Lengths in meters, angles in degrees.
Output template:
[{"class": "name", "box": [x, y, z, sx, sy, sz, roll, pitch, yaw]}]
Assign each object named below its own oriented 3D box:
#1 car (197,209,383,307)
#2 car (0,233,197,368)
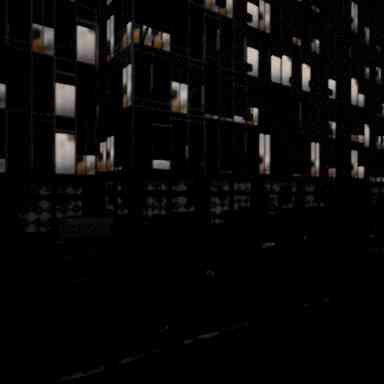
[{"class": "car", "box": [2.432, 1.381, 8.307, 5.009, 1.841, 2.192, 1, -1, -35]}, {"class": "car", "box": [-2.195, 1.451, 5.005, 4.097, 1.590, 1.967, 1, -1, -35]}]
